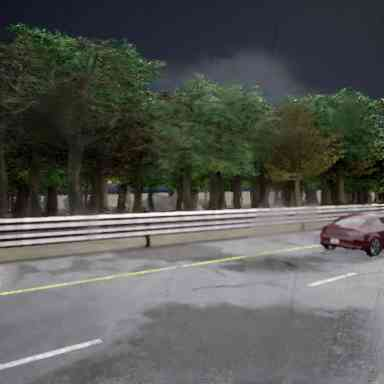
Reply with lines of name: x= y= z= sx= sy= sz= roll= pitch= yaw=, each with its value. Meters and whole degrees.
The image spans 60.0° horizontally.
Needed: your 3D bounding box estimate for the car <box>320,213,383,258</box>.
car: x=6.858 y=1.555 z=12.952 sx=4.674 sy=1.442 sz=1.812 roll=0 pitch=0 yaw=-36
